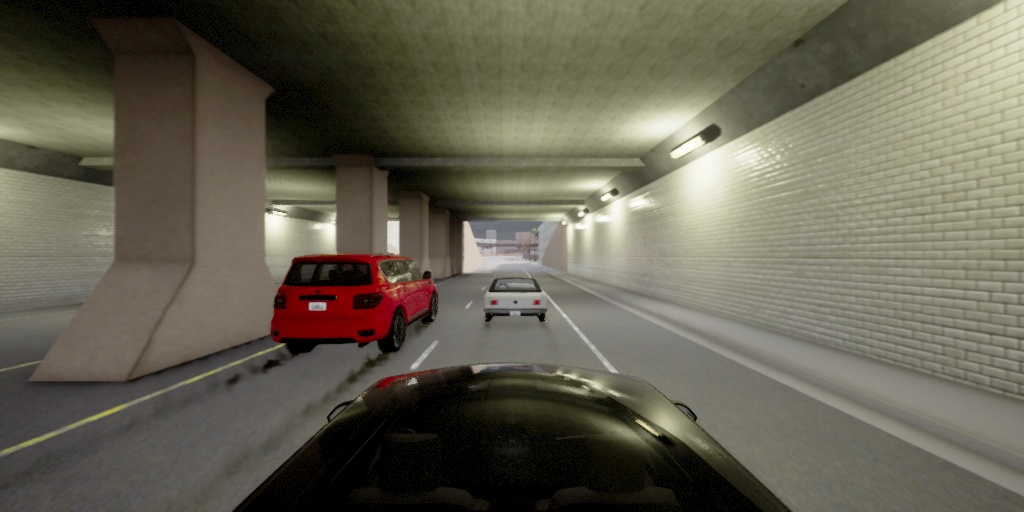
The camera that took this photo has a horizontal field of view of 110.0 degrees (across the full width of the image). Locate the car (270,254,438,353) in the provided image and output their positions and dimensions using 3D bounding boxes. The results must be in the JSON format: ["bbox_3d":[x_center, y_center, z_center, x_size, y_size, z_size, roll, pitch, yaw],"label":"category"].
[{"bbox_3d":[-3.399,0.973,8.951,2.150,2.045,5.566,0,0,0],"label":"car"}]

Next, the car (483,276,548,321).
[{"bbox_3d":[0.100,1.353,12.418,1.895,1.301,4.718,0,0,0],"label":"car"}]
